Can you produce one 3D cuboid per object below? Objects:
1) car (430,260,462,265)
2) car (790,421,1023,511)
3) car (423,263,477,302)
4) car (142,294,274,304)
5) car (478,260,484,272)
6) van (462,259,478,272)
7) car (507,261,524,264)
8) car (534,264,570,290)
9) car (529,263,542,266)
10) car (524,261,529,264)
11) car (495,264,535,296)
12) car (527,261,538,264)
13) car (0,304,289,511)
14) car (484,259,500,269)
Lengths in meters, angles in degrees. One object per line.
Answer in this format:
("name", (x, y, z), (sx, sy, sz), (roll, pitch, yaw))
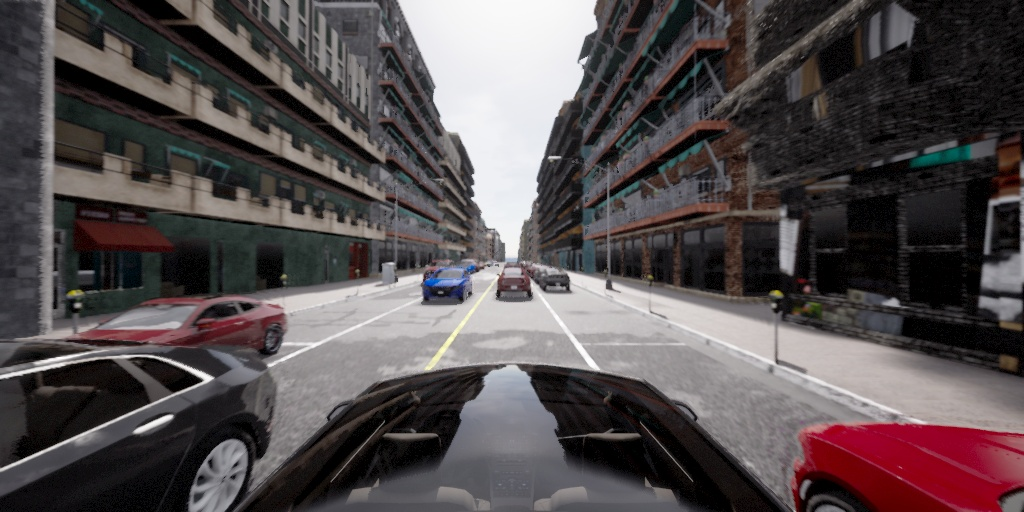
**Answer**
("car", (-5.691, 1.232, 28.862), (2.192, 1.841, 5.009), (0, 0, 0))
("car", (2.691, 1.288, 0.529), (1.888, 1.381, 4.507), (0, 0, 0))
("car", (-3.099, 1.328, 18.063), (1.882, 1.535, 5.008), (0, 0, 0))
("car", (-5.690, 1.360, 6.212), (1.802, 1.307, 4.207), (0, 0, 0))
("car", (-5.692, 1.385, 51.506), (2.192, 1.841, 5.009), (0, 0, 0))
("van", (-5.691, 1.367, 45.848), (1.690, 1.789, 3.998), (0, 0, 0))
("car", (0.099, 1.355, 42.381), (2.097, 1.767, 4.553), (0, 0, 0))
("car", (2.690, 1.433, 23.179), (2.007, 1.370, 4.403), (0, 0, 0))
("car", (2.690, 1.468, 28.841), (2.007, 1.370, 4.403), (0, 0, 0))
("car", (2.689, 1.428, 40.163), (1.967, 1.591, 4.097), (0, 0, 0))
("car", (0.102, 1.388, 19.946), (1.812, 1.442, 4.674), (0, 0, 0))
("car", (2.690, 1.497, 34.503), (1.888, 1.381, 4.507), (0, 0, 0))
("car", (-3.052, 1.252, 1.269), (1.837, 1.490, 4.892), (0, 0, 0))
("car", (-3.002, 1.294, 58.574), (1.994, 1.385, 4.181), (0, 0, 0))
